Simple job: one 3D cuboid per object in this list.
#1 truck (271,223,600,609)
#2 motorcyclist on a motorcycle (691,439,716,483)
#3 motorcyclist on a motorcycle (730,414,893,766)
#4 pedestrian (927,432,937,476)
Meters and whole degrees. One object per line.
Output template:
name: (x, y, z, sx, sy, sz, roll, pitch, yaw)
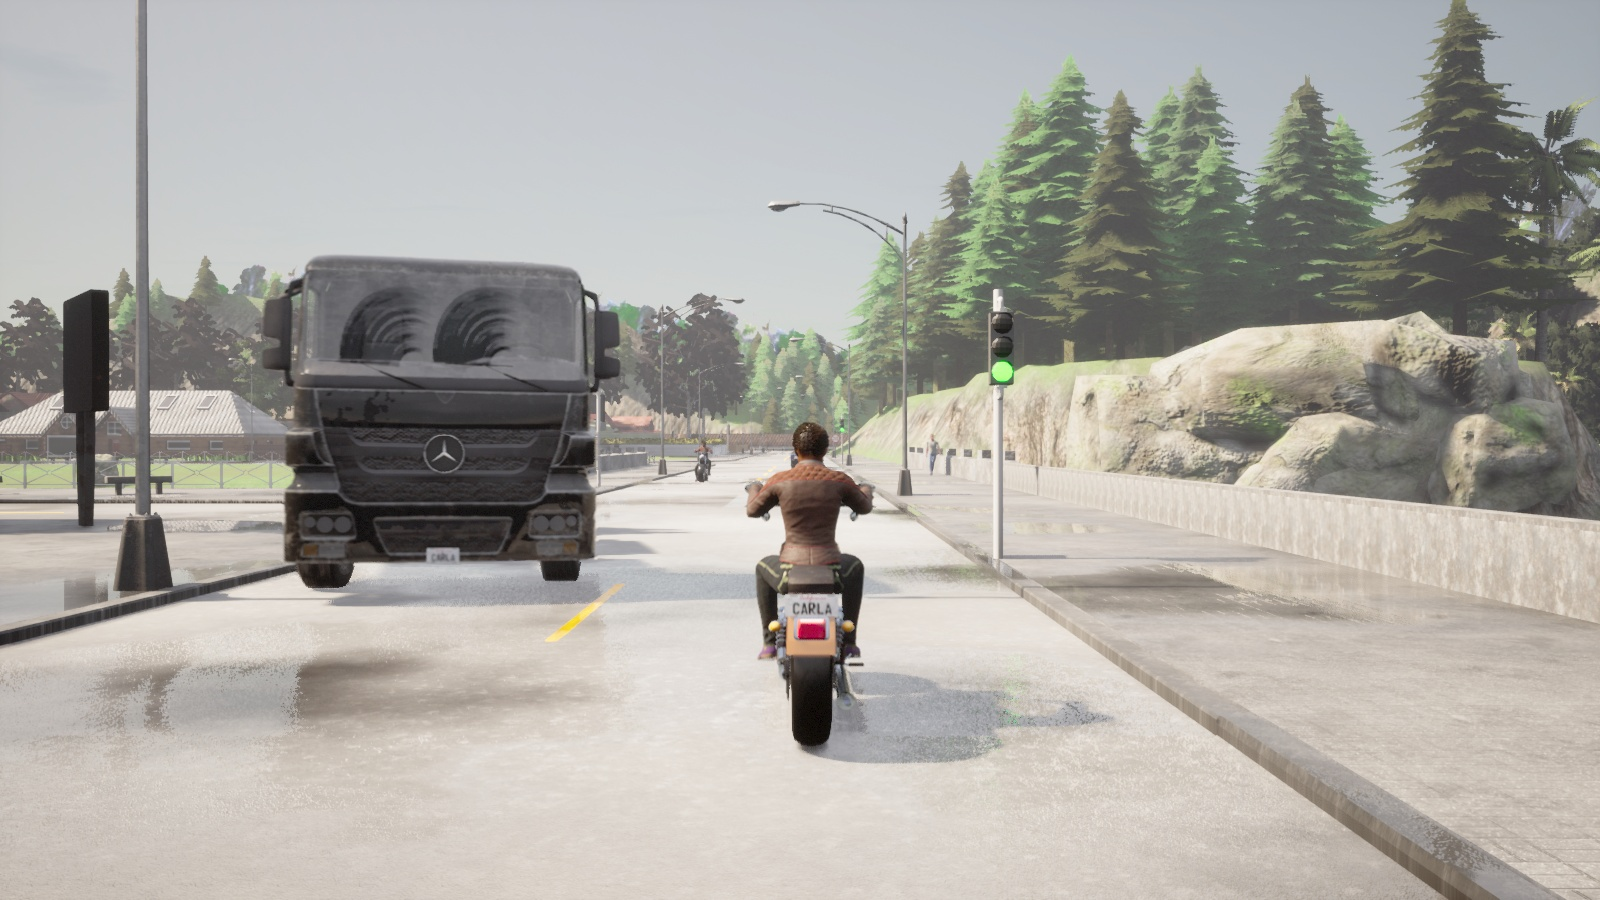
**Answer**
truck: (-4.293, -0.336, 15.465, 2.891, 3.462, 7.936, 1, 1, -14)
motorcyclist on a motorcycle: (-3.716, 0.421, 48.349, 0.766, 1.649, 2.350, 0, 0, 0)
motorcyclist on a motorcycle: (0.057, 0.657, 7.066, 0.766, 1.649, 2.350, 0, 0, 0)
pedestrian: (5.588, 0.161, 53.178, 0.354, 1.836, 0.706, 0, 0, 2)
